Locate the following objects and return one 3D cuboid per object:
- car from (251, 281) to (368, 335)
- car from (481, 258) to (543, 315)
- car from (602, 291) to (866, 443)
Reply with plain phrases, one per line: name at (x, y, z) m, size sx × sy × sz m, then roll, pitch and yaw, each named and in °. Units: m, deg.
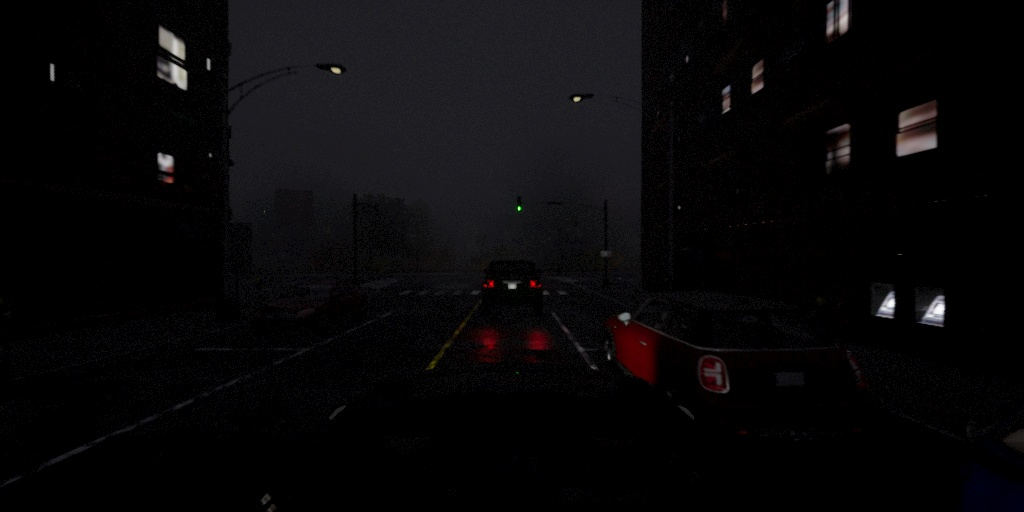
car at (-5.781, 1.422, 10.858) m, size 1.802 × 1.307 × 4.207 m, roll 0°, pitch 0°, yaw 0°
car at (0.023, 1.099, 14.384) m, size 2.150 × 2.045 × 5.566 m, roll 0°, pitch 0°, yaw 0°
car at (2.692, 1.226, 5.381) m, size 1.967 × 1.591 × 4.097 m, roll 0°, pitch 0°, yaw 0°
